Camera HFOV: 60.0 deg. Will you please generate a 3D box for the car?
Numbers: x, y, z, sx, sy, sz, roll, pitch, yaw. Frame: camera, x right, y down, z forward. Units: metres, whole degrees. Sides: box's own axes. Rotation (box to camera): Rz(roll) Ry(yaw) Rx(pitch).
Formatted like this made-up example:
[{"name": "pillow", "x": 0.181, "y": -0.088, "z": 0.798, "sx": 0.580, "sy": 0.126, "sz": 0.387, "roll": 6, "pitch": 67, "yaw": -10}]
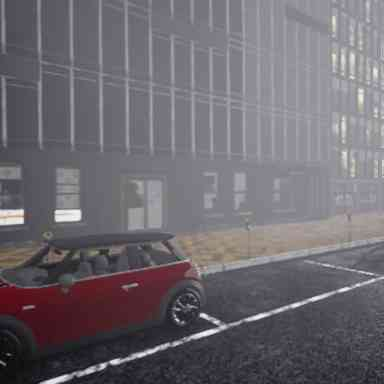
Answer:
[{"name": "car", "x": -1.839, "y": 1.436, "z": 5.254, "sx": 4.097, "sy": 1.590, "sz": 1.967, "roll": 0, "pitch": 0, "yaw": -35}]
